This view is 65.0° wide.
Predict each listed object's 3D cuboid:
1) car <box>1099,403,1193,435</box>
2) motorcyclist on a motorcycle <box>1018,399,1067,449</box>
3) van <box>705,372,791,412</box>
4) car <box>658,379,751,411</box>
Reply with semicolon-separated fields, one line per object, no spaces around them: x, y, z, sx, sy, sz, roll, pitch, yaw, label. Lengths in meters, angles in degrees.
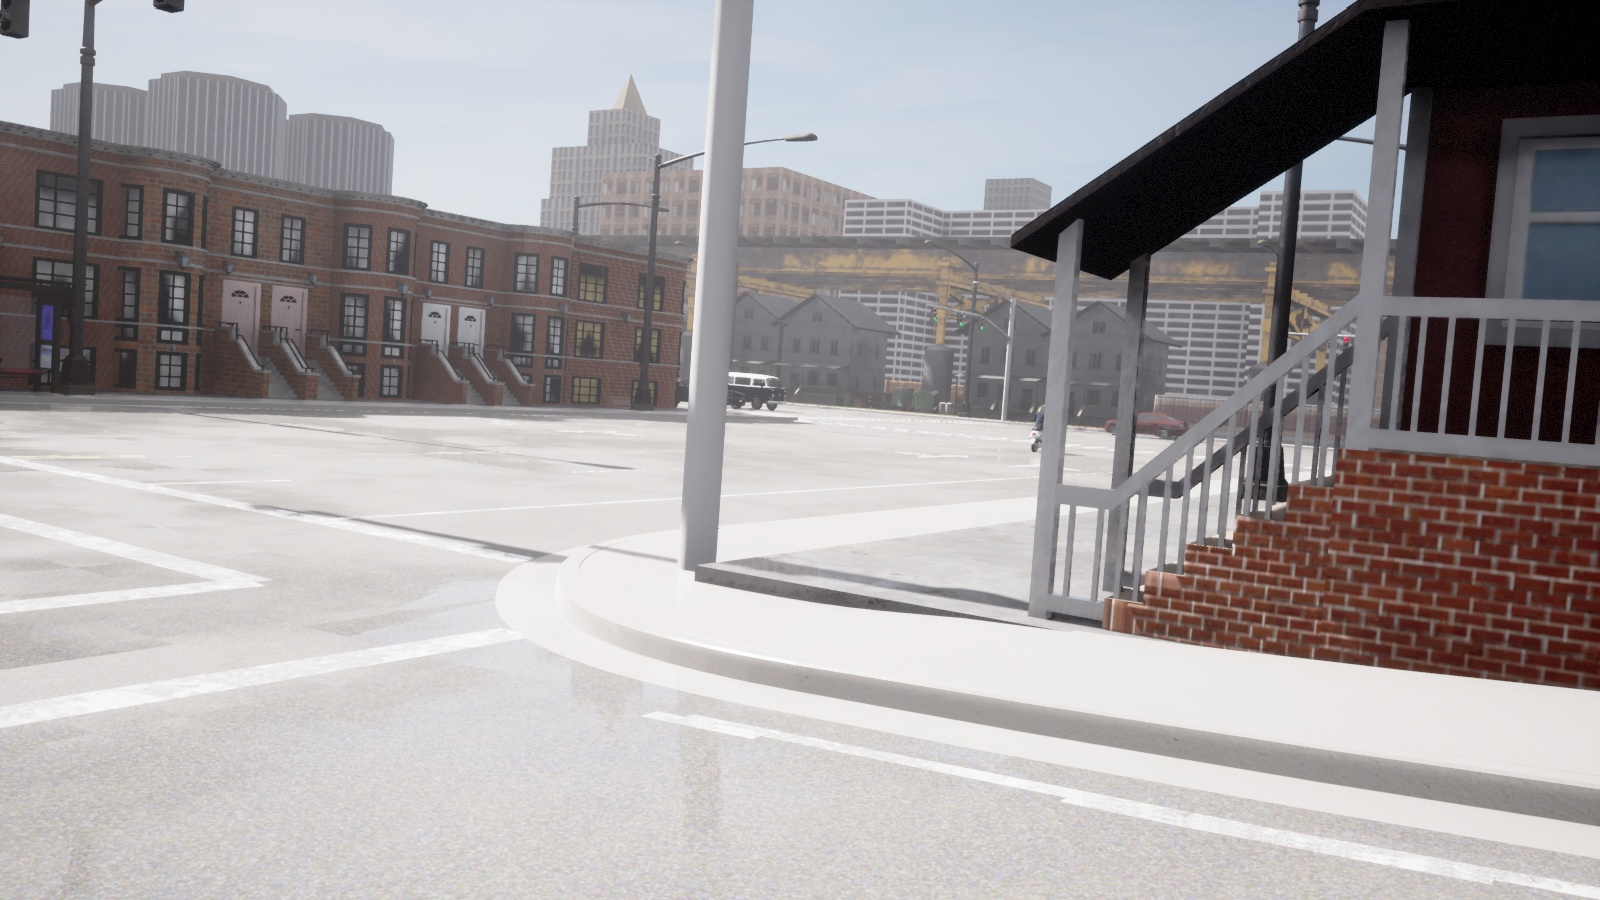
19.329;-1.748;70.247;4.674;1.442;1.812;5;4;34;car
8.085;-0.857;41.774;0.866;1.590;1.817;5;4;34;motorcyclist on a motorcycle
-3.015;-3.350;72.557;4.480;2.038;2.069;5;4;34;van
-5.339;-3.072;69.899;5.008;1.535;1.882;5;4;34;car
